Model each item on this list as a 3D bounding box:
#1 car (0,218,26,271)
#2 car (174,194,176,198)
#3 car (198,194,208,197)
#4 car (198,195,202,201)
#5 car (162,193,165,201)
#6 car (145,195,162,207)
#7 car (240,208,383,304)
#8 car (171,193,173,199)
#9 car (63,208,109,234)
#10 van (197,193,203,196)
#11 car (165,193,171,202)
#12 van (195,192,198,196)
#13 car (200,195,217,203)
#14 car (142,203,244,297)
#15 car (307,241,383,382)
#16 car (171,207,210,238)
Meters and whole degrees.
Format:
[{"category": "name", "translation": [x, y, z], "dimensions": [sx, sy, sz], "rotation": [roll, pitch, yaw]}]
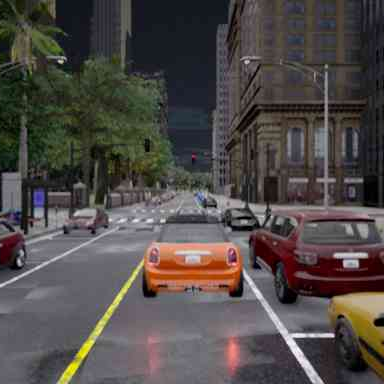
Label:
[{"category": "car", "translation": [-5.814, 1.432, 8.046], "dimensions": [1.967, 1.590, 4.097], "rotation": [0, 0, 0]}, {"category": "car", "translation": [-6.405, 1.161, 94.118], "dimensions": [2.192, 1.841, 5.009], "rotation": [0, 0, 0]}, {"category": "car", "translation": [2.380, 1.452, 56.386], "dimensions": [1.752, 1.417, 4.829], "rotation": [0, 0, 0]}, {"category": "car", "translation": [2.419, 1.501, 50.795], "dimensions": [1.947, 1.339, 4.313], "rotation": [0, 0, 0]}, {"category": "car", "translation": [-6.144, 1.367, 56.177], "dimensions": [1.967, 1.590, 4.097], "rotation": [0, 0, 0]}, {"category": "car", "translation": [-6.107, 1.486, 50.757], "dimensions": [2.008, 1.369, 4.403], "rotation": [0, 0, 0]}, {"category": "car", "translation": [2.710, 1.307, 8.089], "dimensions": [2.192, 1.841, 5.009], "rotation": [0, 0, 0]}, {"category": "car", "translation": [-6.293, 1.199, 77.858], "dimensions": [2.192, 1.841, 5.009], "rotation": [0, 0, 0]}, {"category": "car", "translation": [-5.888, 1.562, 18.899], "dimensions": [1.802, 1.307, 4.206], "rotation": [0, 0, 0]}, {"category": "van", "translation": [2.344, 1.258, 61.636], "dimensions": [1.690, 1.788, 3.998], "rotation": [0, 0, 0]}, {"category": "car", "translation": [-6.256, 1.336, 72.437], "dimensions": [1.967, 1.590, 4.097], "rotation": [0, 0, 0]}, {"category": "van", "translation": [2.195, 1.213, 83.317], "dimensions": [1.690, 1.788, 3.998], "rotation": [0, 0, 0]}, {"category": "car", "translation": [2.456, 1.510, 45.375], "dimensions": [1.947, 1.339, 4.313], "rotation": [0, 0, 0]}, {"category": "car", "translation": [0.018, 1.344, 8.706], "dimensions": [2.097, 1.767, 4.553], "rotation": [0, 0, 0]}, {"category": "car", "translation": [2.747, 1.523, 2.834], "dimensions": [1.752, 1.417, 4.829], "rotation": [0, 0, 0]}, {"category": "car", "translation": [-0.061, 1.582, 18.525], "dimensions": [1.895, 1.301, 4.718], "rotation": [0, 0, 0]}]
